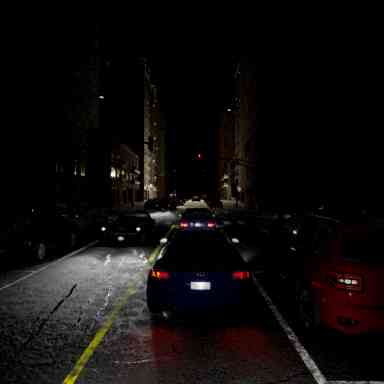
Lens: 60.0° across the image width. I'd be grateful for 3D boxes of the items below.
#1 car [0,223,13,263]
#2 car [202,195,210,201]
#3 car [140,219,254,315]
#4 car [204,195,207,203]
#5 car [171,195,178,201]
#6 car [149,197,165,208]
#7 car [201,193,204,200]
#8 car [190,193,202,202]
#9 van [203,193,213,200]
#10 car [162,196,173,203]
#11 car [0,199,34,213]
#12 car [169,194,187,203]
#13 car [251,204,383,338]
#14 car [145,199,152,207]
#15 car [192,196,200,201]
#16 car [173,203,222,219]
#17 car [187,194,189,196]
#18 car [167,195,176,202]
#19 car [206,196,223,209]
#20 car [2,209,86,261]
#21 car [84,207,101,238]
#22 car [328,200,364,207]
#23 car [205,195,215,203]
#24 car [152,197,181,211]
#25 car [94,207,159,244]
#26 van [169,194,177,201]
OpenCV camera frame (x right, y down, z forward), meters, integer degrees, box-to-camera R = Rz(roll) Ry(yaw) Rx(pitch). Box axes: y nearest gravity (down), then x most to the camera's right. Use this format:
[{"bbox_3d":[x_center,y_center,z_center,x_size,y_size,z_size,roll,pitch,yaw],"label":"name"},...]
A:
[{"bbox_3d":[-5.776,1.526,6.500,1.752,1.417,4.829,1,0,1],"label":"car"},{"bbox_3d":[3.820,1.599,90.201,1.947,1.339,4.313,1,0,1],"label":"car"},{"bbox_3d":[0.176,1.566,7.678,1.994,1.385,4.181,0,0,1],"label":"car"},{"bbox_3d":[3.385,1.596,56.164,1.802,1.307,4.206,1,0,1],"label":"car"},{"bbox_3d":[-4.704,1.615,90.315,1.802,1.307,4.206,1,0,1],"label":"car"},{"bbox_3d":[-5.212,1.557,50.609,1.887,1.381,4.507,1,0,1],"label":"car"},{"bbox_3d":[3.533,1.334,67.510,2.192,1.841,5.009,1,0,1],"label":"car"},{"bbox_3d":[0.953,1.564,74.194,2.033,1.411,5.357,0,0,1],"label":"car"},{"bbox_3d":[3.460,1.358,61.837,1.690,1.788,3.998,1,0,1],"label":"van"},{"bbox_3d":[-4.994,1.601,67.626,1.802,1.307,4.206,1,0,1],"label":"car"},{"bbox_3d":[-16.422,1.341,29.240,4.902,1.511,2.128,1,-1,1],"label":"car"},{"bbox_3d":[-2.409,1.364,53.887,2.097,1.767,4.553,0,0,1],"label":"car"},{"bbox_3d":[2.754,1.316,6.552,2.192,1.841,5.009,1,0,1],"label":"car"},{"bbox_3d":[-5.284,1.555,44.936,1.887,1.381,4.507,1,0,1],"label":"car"},{"bbox_3d":[1.078,1.625,84.893,1.895,1.301,4.718,0,0,1],"label":"car"},{"bbox_3d":[0.270,1.551,17.741,2.033,1.411,5.357,0,0,0],"label":"car"},{"bbox_3d":[-2.157,1.567,67.961,2.033,1.411,5.357,0,0,1],"label":"car"},{"bbox_3d":[-4.848,1.466,78.970,1.967,1.590,4.097,1,0,1],"label":"car"},{"bbox_3d":[3.240,1.592,44.818,1.802,1.307,4.206,1,0,1],"label":"car"},{"bbox_3d":[-5.702,1.547,12.294,1.887,1.381,4.507,1,0,1],"label":"car"},{"bbox_3d":[-5.632,1.529,17.748,1.752,1.417,4.829,1,0,1],"label":"car"},{"bbox_3d":[13.991,1.503,31.884,4.553,1.767,2.097,0,-1,1],"label":"car"},{"bbox_3d":[3.313,1.594,50.491,1.802,1.307,4.206,1,0,1],"label":"car"},{"bbox_3d":[-2.995,1.610,39.887,1.895,1.301,4.718,0,0,8],"label":"car"},{"bbox_3d":[-2.904,1.604,15.856,1.895,1.301,4.718,0,0,1],"label":"car"},{"bbox_3d":[-4.775,1.370,84.643,1.690,1.788,3.998,1,0,1],"label":"van"}]
